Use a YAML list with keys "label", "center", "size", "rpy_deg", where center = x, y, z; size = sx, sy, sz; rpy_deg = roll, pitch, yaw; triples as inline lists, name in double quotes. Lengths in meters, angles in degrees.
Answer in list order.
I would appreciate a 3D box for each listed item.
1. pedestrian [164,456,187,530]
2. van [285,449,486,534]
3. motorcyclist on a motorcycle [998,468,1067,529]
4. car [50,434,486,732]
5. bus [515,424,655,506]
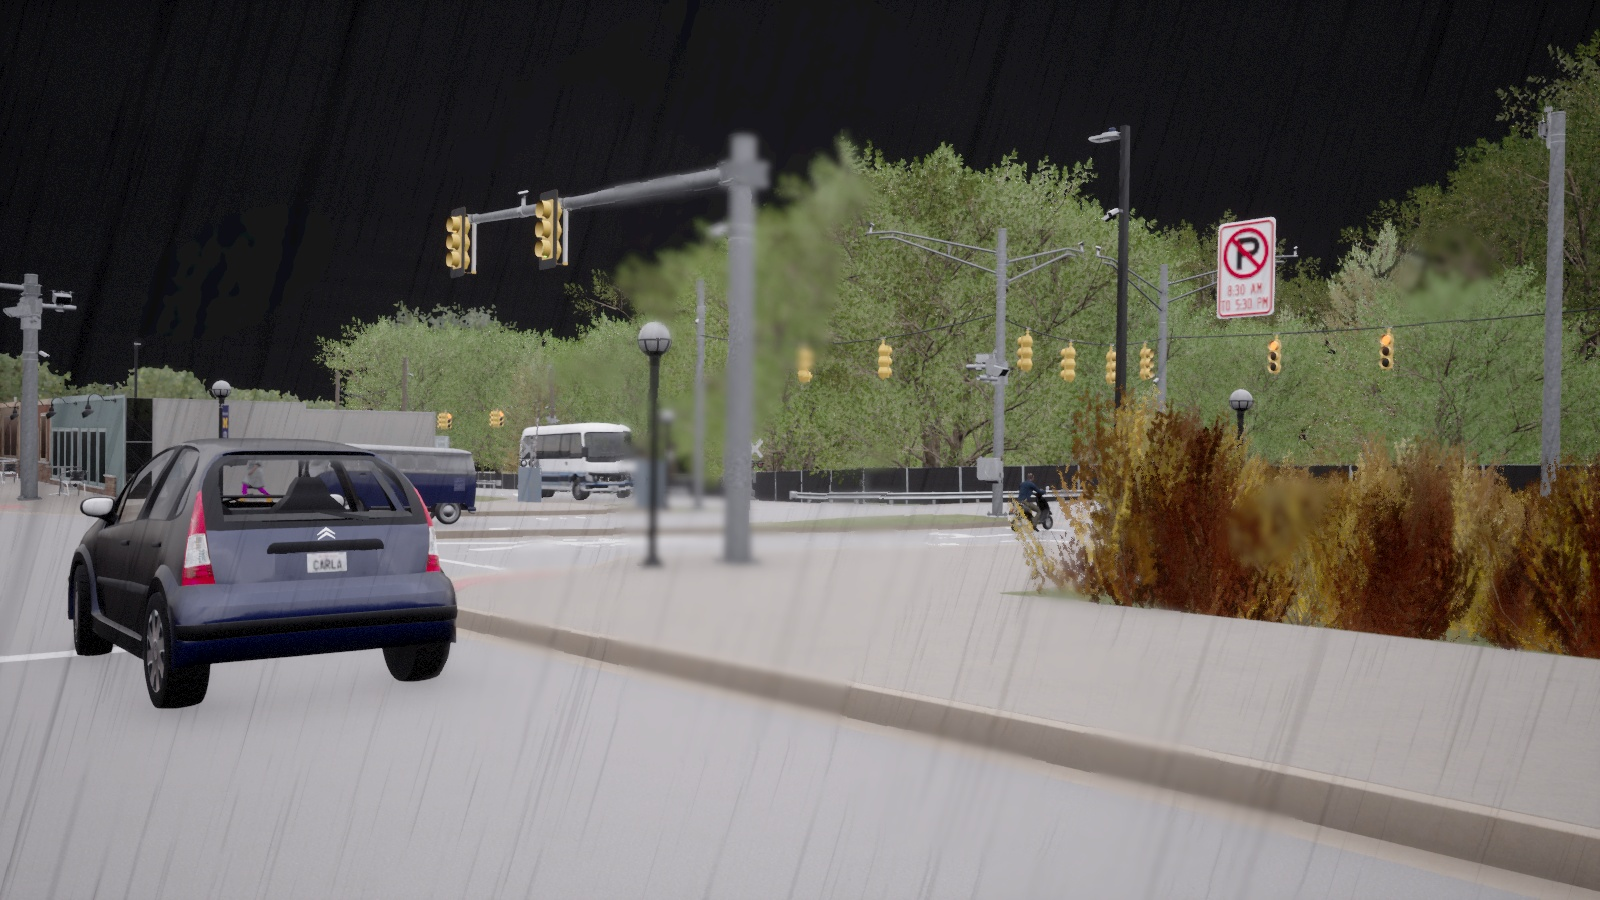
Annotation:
- label: "pedestrian"
  center: [-16.396, 1.120, 32.972]
  size: [0.396, 1.930, 0.692]
  rpy_deg: [0, 1, -14]
- label: "van"
  center: [-10.428, 1.055, 31.788]
  size: [4.442, 1.987, 1.775]
  rpy_deg: [2, -2, -41]
- label: "motorcyclist on a motorcycle"
  center: [6.381, 1.320, 34.445]
  size: [1.817, 1.590, 0.866]
  rpy_deg: [-1, 0, -39]
- label: "car"
  center: [-3.969, 0.760, 8.959]
  size: [1.851, 1.617, 3.988]
  rpy_deg: [-1, -1, -38]
- label: "bus"
  center: [-12.343, 0.868, 71.117]
  size: [3.944, 4.253, 10.273]
  rpy_deg: [-1, -1, -33]
